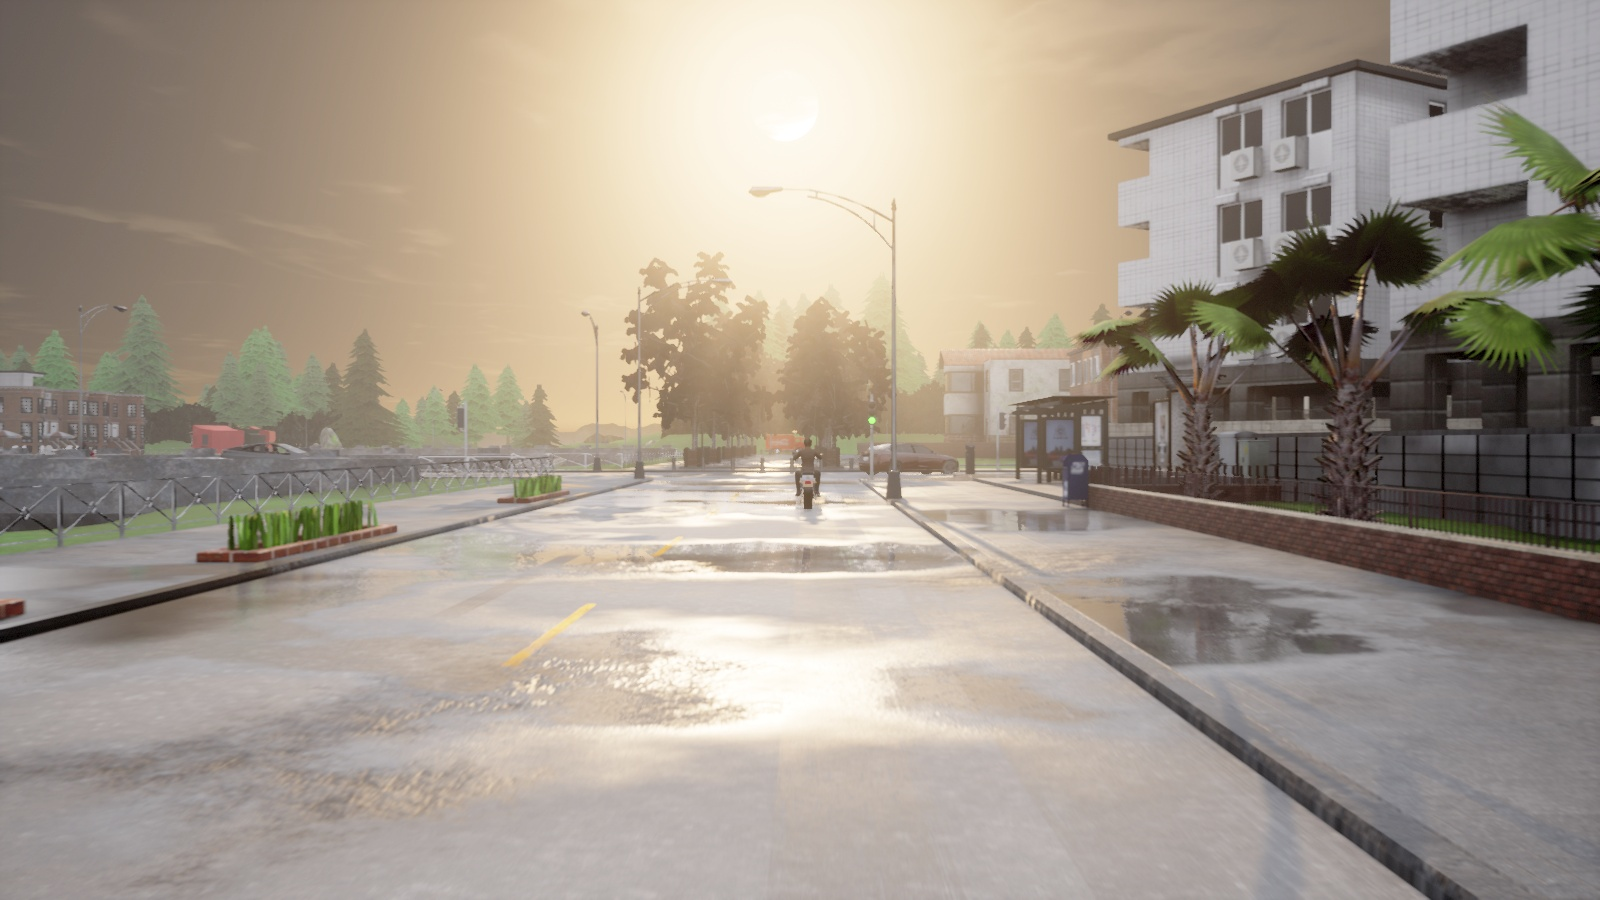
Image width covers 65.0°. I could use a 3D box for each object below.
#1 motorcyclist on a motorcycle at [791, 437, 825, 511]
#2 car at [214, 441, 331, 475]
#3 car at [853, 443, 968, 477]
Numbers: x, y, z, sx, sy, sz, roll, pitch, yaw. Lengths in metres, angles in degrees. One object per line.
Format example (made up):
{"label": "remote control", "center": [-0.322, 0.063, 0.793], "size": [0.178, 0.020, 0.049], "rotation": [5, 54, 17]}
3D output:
{"label": "motorcyclist on a motorcycle", "center": [0.184, 0.532, 29.313], "size": [0.766, 1.649, 2.350], "rotation": [0, 0, 0]}
{"label": "car", "center": [-24.056, 0.350, 57.393], "size": [4.514, 1.525, 2.007], "rotation": [0, 0, 2]}
{"label": "car", "center": [4.987, 0.431, 56.615], "size": [4.792, 1.488, 2.163], "rotation": [0, 0, -29]}
